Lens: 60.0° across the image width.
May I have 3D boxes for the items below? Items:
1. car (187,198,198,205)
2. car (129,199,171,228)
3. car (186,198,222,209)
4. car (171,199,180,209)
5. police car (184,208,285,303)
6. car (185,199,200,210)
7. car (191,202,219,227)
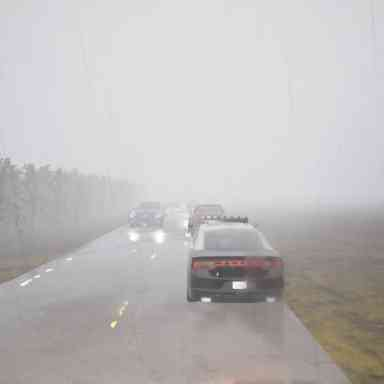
[{"bbox_3d":[0.101,1.779,63.363,1.994,1.385,4.181,0,0,0],"label":"car"},{"bbox_3d":[-2.812,1.383,22.194,2.097,1.767,4.553,0,0,0],"label":"car"},{"bbox_3d":[0.853,1.373,18.263,2.097,1.767,4.553,0,0,0],"label":"car"},{"bbox_3d":[-2.673,1.698,47.407,1.994,1.385,4.181,0,0,0],"label":"car"},{"bbox_3d":[0.838,1.430,8.401,1.930,1.638,5.238,0,0,0],"label":"police car"},{"bbox_3d":[0.101,1.676,46.015,2.033,1.411,5.357,0,0,1],"label":"car"},{"bbox_3d":[0.863,1.544,24.293,1.837,1.490,4.892,0,0,0],"label":"car"}]
